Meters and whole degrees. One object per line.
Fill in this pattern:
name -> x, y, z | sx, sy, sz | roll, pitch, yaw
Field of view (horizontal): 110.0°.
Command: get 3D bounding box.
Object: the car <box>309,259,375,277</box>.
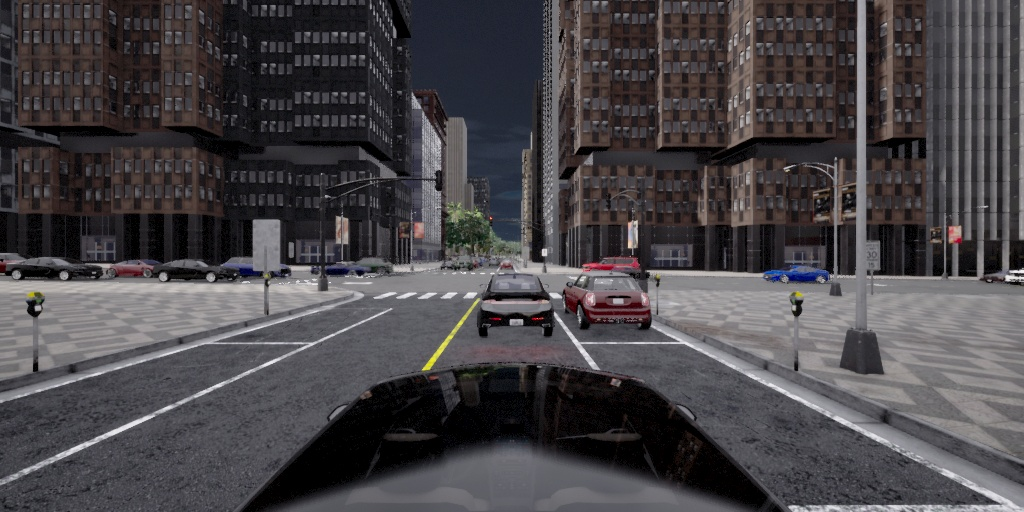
car -> -14.816, 1.163, 31.053 | 4.718, 1.301, 1.895 | 1, 0, 0

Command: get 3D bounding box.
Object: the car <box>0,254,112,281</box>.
car -> -30.738, 0.824, 24.216 | 5.008, 1.535, 1.882 | 1, 0, 0

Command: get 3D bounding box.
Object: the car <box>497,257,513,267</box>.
car -> -0.756, 1.192, 52.560 | 1.967, 1.591, 4.097 | 0, 0, -1

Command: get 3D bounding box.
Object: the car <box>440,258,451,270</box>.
car -> -9.280, 1.318, 52.482 | 1.948, 1.339, 4.313 | 0, 0, -1

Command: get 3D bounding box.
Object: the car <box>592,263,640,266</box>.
car -> 9.209, 1.505, 30.896 | 4.718, 1.301, 1.895 | 1, 0, -6

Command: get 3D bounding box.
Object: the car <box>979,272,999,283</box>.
car -> 48.941, 2.028, 34.764 | 5.357, 1.411, 2.033 | 1, 0, 0

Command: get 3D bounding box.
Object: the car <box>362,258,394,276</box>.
car -> -13.794, 0.925, 34.312 | 4.553, 1.767, 2.097 | 1, 0, -1

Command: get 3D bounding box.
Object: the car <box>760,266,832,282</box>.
car -> 27.401, 1.710, 34.673 | 5.357, 1.411, 2.033 | 1, 0, 0

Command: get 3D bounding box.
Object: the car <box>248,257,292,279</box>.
car -> -19.561, 0.852, 27.562 | 4.553, 1.767, 2.097 | 1, 0, 0

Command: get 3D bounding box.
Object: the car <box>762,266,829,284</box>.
car -> 24.808, 1.607, 31.401 | 5.008, 1.535, 1.882 | 1, 0, 0

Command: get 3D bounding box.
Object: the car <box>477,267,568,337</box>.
car -> 0.077, 1.240, 10.292 | 2.128, 1.511, 4.902 | 0, 0, -1

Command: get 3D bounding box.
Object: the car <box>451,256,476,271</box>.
car -> -6.584, 0.968, 49.380 | 2.150, 2.045, 5.566 | 0, 0, 0

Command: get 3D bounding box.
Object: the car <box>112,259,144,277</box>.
car -> -28.205, 0.943, 27.482 | 4.181, 1.385, 1.994 | 1, 0, -1

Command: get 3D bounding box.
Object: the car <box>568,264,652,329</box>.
car -> 2.735, 1.189, 11.178 | 1.967, 1.591, 4.097 | 0, 0, 0

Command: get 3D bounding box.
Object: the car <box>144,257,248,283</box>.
car -> -21.271, 0.958, 24.297 | 5.008, 1.535, 1.882 | 1, 0, -1

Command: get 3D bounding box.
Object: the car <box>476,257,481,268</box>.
car -> -6.665, 1.245, 59.370 | 1.882, 1.535, 5.008 | 0, 0, 0

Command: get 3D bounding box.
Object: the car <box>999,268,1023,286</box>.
car -> 47.260, 1.686, 31.512 | 5.566, 2.045, 2.150 | 1, 0, 0

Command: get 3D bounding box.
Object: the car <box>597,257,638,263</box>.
car -> 9.472, 1.125, 34.521 | 5.566, 2.045, 2.150 | 1, 0, 0
